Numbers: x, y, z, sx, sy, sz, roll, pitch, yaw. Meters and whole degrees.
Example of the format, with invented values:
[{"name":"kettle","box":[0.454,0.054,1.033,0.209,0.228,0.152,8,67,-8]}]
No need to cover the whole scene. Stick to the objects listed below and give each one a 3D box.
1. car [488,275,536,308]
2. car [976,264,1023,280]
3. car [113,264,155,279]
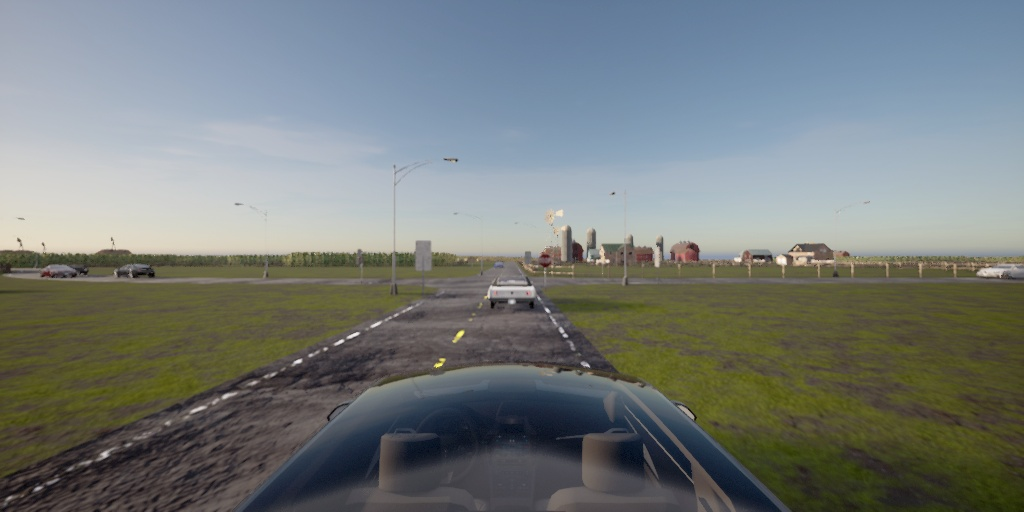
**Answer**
[{"name":"car","box":[0.003,1.483,15.951,1.895,1.301,4.718,0,0,0]},{"name":"car","box":[48.802,1.547,35.280,4.674,1.442,1.812,0,0,-1]},{"name":"car","box":[-41.572,1.670,39.463,4.892,1.490,1.837,0,0,20]}]
